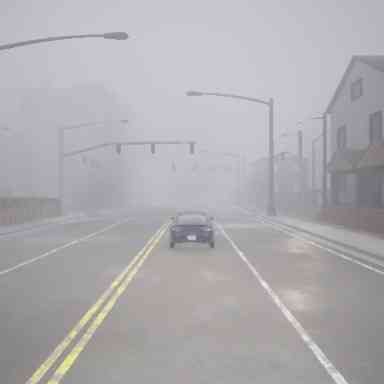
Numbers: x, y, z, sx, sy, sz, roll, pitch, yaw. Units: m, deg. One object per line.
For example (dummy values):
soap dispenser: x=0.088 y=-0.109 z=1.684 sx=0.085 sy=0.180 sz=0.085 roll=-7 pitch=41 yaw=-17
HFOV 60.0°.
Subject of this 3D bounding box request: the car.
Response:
car: x=0.000 y=1.531 z=14.650 sx=1.812 sy=1.442 sz=4.674 roll=0 pitch=0 yaw=0
